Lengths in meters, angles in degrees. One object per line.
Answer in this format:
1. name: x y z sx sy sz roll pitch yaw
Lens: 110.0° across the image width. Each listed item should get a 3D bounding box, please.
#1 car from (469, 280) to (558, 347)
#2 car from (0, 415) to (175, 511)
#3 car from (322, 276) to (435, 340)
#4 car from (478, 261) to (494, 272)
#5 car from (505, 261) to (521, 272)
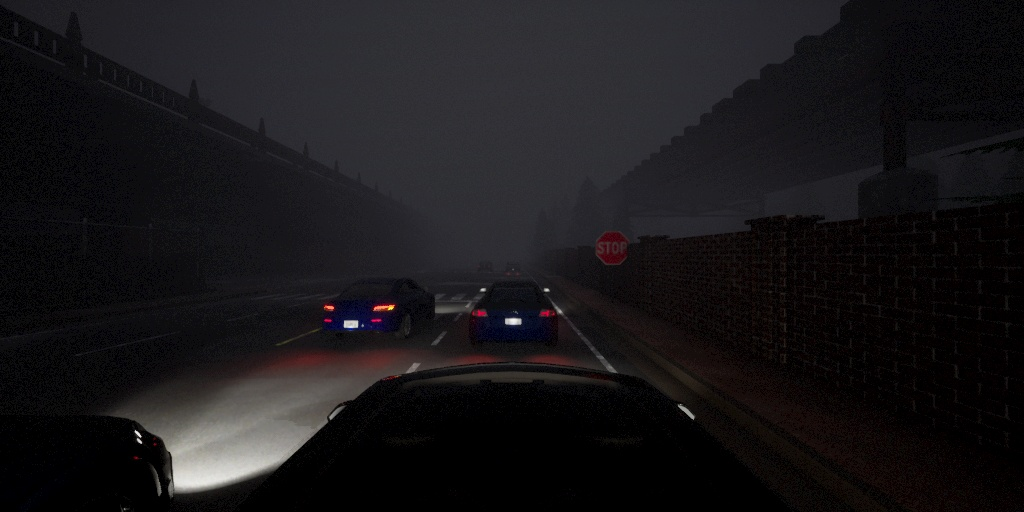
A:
1. car: 0.071 1.314 9.364 1.994 1.385 4.181 0 0 1
2. car: -3.399 1.314 0.791 1.994 1.385 4.181 0 0 0
3. car: -3.411 1.276 9.887 1.812 1.442 4.674 0 0 0
4. car: -3.384 1.297 45.999 2.033 1.411 5.357 0 0 -1
5. car: 0.111 1.351 46.174 1.895 1.301 4.718 0 0 -1
